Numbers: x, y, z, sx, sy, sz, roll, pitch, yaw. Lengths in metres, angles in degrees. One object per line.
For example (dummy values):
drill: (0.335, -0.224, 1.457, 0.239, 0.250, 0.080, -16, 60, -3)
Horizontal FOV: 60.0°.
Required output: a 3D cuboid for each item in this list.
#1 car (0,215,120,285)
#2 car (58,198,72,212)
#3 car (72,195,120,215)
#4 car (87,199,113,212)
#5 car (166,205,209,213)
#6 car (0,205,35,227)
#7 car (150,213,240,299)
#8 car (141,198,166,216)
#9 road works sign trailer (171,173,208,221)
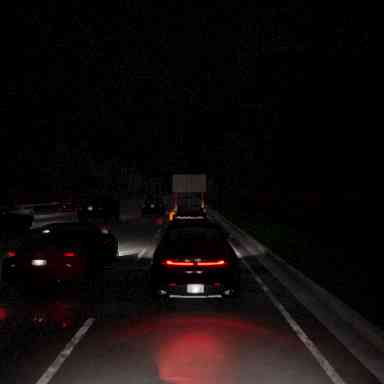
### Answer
car: (-3.460, 1.566, 9.495, 1.994, 1.385, 4.181, 0, 0, 0)
car: (-14.223, 1.488, 39.450, 1.882, 1.535, 5.008, 0, 0, -1)
car: (-7.100, 1.231, 25.826, 2.150, 2.045, 5.566, 0, 0, -1)
car: (-10.717, 1.537, 39.106, 1.812, 1.442, 4.674, 0, 0, -1)
car: (-0.066, 1.493, 18.851, 2.128, 1.511, 4.902, 0, 0, 1)
car: (-10.530, 1.606, 17.988, 1.895, 1.301, 4.718, 0, 0, -1)
car: (0.047, 1.507, 8.463, 1.837, 1.490, 4.892, 0, 0, 0)
car: (-3.663, 1.360, 32.743, 2.097, 1.767, 4.553, 0, 0, -1)
road works sign trailer: (-0.188, 0.471, 22.721, 2.380, 3.560, 2.880, 0, 0, -3)
